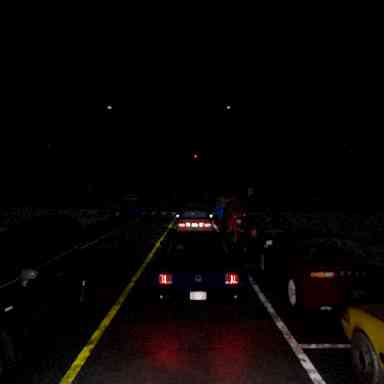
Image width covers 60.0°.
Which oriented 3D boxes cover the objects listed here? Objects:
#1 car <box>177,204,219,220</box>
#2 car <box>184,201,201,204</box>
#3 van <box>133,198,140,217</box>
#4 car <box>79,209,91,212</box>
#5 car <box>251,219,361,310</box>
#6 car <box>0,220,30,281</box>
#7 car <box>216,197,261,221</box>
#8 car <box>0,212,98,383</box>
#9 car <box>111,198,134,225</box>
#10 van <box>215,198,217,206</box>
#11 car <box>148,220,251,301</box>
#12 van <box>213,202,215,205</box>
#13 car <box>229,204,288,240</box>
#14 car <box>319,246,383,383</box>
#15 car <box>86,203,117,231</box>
[{"bbox_3d":[0.132,1.578,17.889,2.033,1.411,5.357,0,0,0],"label":"car"},{"bbox_3d":[0.052,1.527,27.716,1.882,1.535,5.008,0,0,0],"label":"car"},{"bbox_3d":[-5.707,1.393,29.476,1.690,1.788,3.998,0,0,0],"label":"van"},{"bbox_3d":[-5.739,1.588,13.163,1.947,1.339,4.313,0,0,0],"label":"car"},{"bbox_3d":[2.775,1.558,7.708,1.887,1.381,4.507,0,0,0],"label":"car"},{"bbox_3d":[-5.750,1.538,7.556,1.752,1.417,4.829,0,0,0],"label":"car"},{"bbox_3d":[2.797,1.347,18.584,2.192,1.841,5.009,0,0,0],"label":"car"},{"bbox_3d":[-3.090,1.360,4.751,2.097,1.767,4.553,0,0,0],"label":"car"},{"bbox_3d":[-5.717,1.482,24.038,1.967,1.590,4.097,0,0,0],"label":"car"},{"bbox_3d":[2.808,1.383,24.021,1.690,1.788,3.998,0,0,0],"label":"van"},{"bbox_3d":[0.117,1.615,8.298,1.895,1.301,4.718,0,0,0],"label":"car"},{"bbox_3d":[2.819,1.393,29.459,1.690,1.788,3.998,0,0,0],"label":"van"},{"bbox_3d":[2.786,1.462,13.145,1.967,1.590,4.097,0,0,0],"label":"car"},{"bbox_3d":[2.765,1.529,2.440,1.752,1.417,4.829,0,0,0],"label":"car"},{"bbox_3d":[-5.728,1.557,18.431,1.752,1.417,4.829,0,0,0],"label":"car"}]
